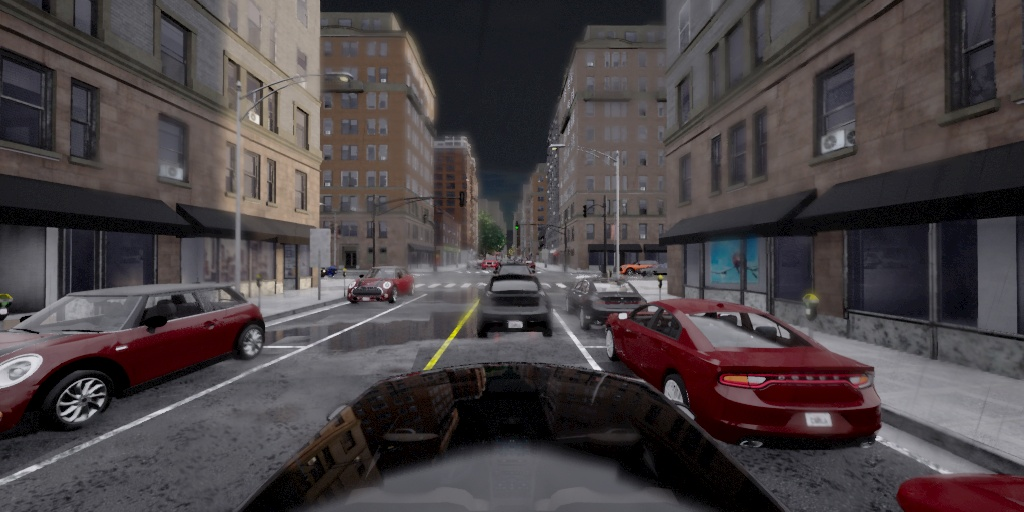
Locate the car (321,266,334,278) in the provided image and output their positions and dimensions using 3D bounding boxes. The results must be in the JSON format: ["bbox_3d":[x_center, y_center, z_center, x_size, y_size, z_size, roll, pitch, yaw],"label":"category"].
[{"bbox_3d":[-18.019,0.869,29.117,5.566,2.045,2.150,0,0,0],"label":"car"}]

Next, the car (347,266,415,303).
[{"bbox_3d":[-5.834,1.195,16.348,1.967,1.591,4.097,0,0,0],"label":"car"}]

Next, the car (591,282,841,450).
[{"bbox_3d":[2.675,1.296,5.355,1.888,1.381,4.507,0,0,0],"label":"car"}]

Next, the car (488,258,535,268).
[{"bbox_3d":[0.121,1.107,17.861,2.097,1.767,4.553,0,0,0],"label":"car"}]

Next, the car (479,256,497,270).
[{"bbox_3d":[-3.130,1.013,52.607,2.150,2.045,5.566,0,0,0],"label":"car"}]

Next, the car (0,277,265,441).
[{"bbox_3d":[-5.852,1.190,5.361,1.967,1.591,4.097,0,0,0],"label":"car"}]

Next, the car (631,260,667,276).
[{"bbox_3d":[15.191,1.395,35.961,5.357,1.411,2.033,0,0,0],"label":"car"}]

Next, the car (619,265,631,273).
[{"bbox_3d":[14.026,1.221,39.222,4.553,1.767,2.097,0,0,0],"label":"car"}]

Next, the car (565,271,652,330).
[{"bbox_3d":[2.683,1.303,10.846,2.007,1.370,4.403,0,0,0],"label":"car"}]

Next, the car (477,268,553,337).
[{"bbox_3d":[0.057,1.258,10.276,1.837,1.490,4.892,0,0,-1],"label":"car"}]

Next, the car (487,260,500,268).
[{"bbox_3d":[-3.186,1.359,62.936,2.033,1.411,5.357,0,0,0],"label":"car"}]

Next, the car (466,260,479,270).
[{"bbox_3d":[-5.906,1.345,54.709,2.007,1.370,4.403,0,0,0],"label":"car"}]

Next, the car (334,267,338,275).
[{"bbox_3d":[-18.409,1.150,32.372,5.008,1.535,1.882,0,0,0],"label":"car"}]
